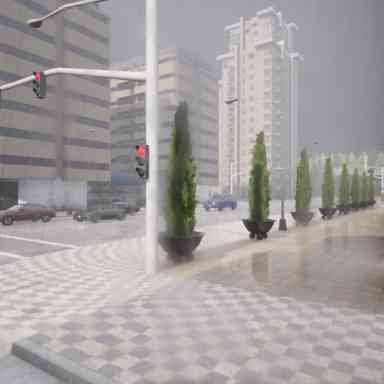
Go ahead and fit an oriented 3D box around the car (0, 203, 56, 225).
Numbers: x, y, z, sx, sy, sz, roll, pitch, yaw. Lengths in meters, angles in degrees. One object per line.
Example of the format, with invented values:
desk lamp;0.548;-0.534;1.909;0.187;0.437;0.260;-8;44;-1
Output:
car;-12.429;1.581;24.602;1.812;1.442;4.674;0;0;34

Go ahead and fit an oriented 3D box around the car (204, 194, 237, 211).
car;3.674;1.277;41.836;2.150;2.045;5.566;0;0;35

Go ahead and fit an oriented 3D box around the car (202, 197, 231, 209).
car;3.581;1.560;47.843;1.837;1.490;4.892;0;0;35

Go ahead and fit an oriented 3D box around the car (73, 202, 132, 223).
car;-7.160;1.619;26.121;1.994;1.385;4.181;0;0;35

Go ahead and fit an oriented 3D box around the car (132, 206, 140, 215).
car;-7.288;1.656;32.109;1.895;1.301;4.718;0;0;35
